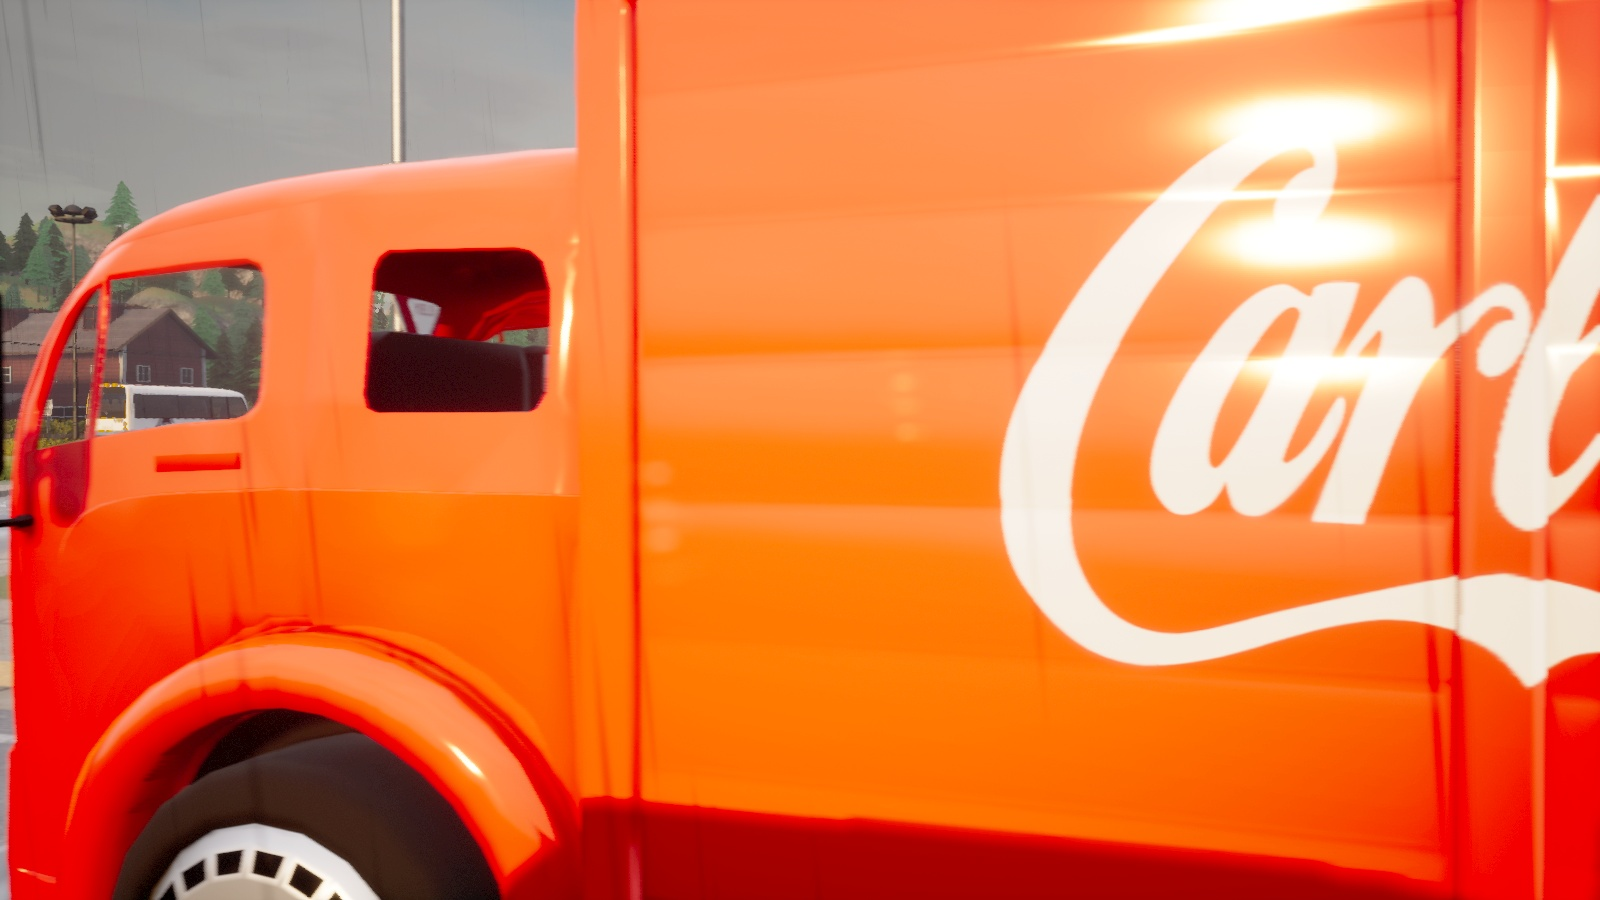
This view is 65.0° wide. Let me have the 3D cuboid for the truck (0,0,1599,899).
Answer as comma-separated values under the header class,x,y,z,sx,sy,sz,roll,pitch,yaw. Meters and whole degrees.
class,x,y,z,sx,sy,sz,roll,pitch,yaw
truck,0.654,0.294,2.933,5.204,2.467,2.627,1,1,20
